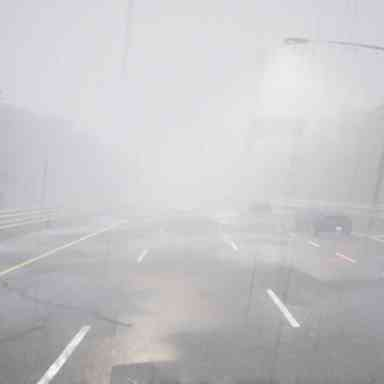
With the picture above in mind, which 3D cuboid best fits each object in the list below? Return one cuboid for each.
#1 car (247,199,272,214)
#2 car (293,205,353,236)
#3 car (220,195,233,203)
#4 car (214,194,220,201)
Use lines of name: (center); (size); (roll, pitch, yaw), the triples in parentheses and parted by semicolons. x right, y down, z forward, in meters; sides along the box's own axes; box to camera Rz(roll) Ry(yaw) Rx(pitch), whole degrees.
car: (7.061, 1.472, 35.206); (1.882, 1.535, 5.008); (0, 0, 0)
car: (7.017, 1.500, 18.312); (1.837, 1.490, 4.892); (0, 0, 0)
car: (7.150, 1.473, 66.605); (1.812, 1.442, 4.674); (0, 0, 0)
car: (7.194, 1.457, 81.703); (1.812, 1.442, 4.674); (0, 0, 0)
